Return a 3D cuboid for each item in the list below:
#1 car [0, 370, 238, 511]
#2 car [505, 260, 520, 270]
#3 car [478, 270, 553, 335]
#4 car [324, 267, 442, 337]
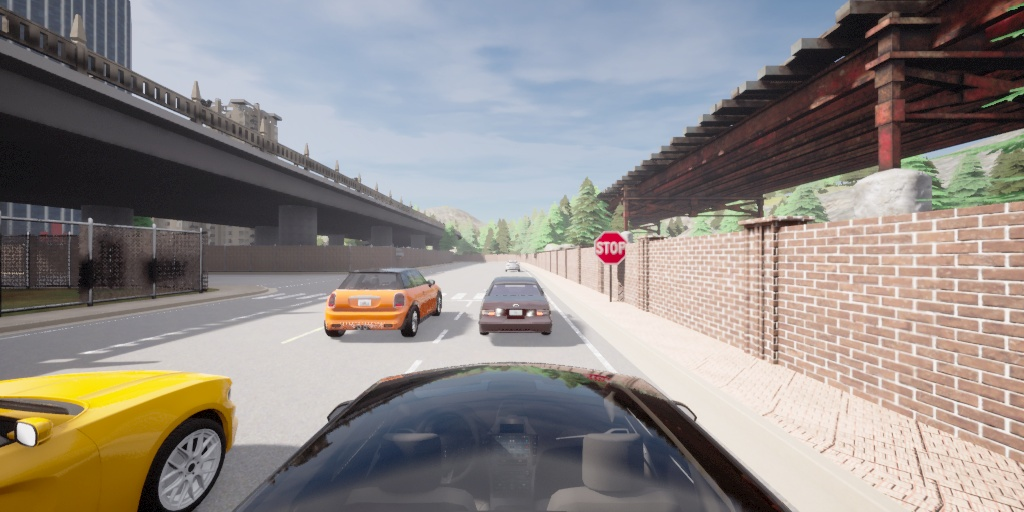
[{"bbox_3d":[-3.398,1.228,1.175,1.882,1.535,5.008,0,0,0],"label":"car"},{"bbox_3d":[0.085,1.276,46.320,1.812,1.442,4.674,0,0,-1],"label":"car"},{"bbox_3d":[0.082,1.297,10.454,2.033,1.411,5.357,0,0,0],"label":"car"},{"bbox_3d":[-3.419,1.102,10.433,2.097,1.767,4.553,0,0,0],"label":"car"}]
